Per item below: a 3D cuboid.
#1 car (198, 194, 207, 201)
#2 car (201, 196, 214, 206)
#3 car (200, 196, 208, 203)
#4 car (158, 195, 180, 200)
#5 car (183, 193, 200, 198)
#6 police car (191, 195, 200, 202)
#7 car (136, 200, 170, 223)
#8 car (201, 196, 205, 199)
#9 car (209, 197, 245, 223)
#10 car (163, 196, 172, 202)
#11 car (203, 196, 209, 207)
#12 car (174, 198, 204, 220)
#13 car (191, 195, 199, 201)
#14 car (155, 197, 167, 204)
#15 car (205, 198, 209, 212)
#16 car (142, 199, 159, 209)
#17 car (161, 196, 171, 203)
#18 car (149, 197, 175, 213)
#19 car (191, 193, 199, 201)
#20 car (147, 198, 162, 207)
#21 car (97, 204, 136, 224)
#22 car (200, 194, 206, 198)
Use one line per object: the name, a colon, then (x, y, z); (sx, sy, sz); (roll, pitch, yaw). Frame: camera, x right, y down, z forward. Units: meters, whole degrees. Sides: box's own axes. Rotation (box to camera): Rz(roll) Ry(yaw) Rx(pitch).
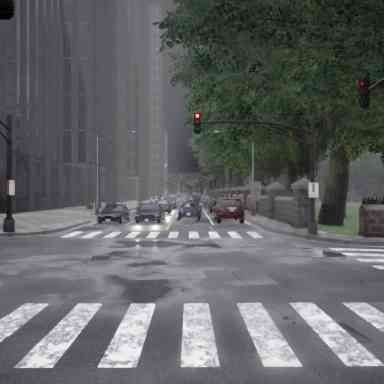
car: (2.650, 1.400, 85.146); (2.192, 1.841, 5.009); (0, 0, 0)
car: (2.687, 1.487, 57.863); (1.967, 1.590, 4.097); (0, 0, 0)
car: (2.664, 1.593, 74.403); (1.752, 1.417, 4.829); (0, 0, 0)
car: (-3.150, 1.524, 45.528); (2.128, 1.511, 4.902); (0, 0, 0)
car: (-0.014, 1.396, 56.175); (2.097, 1.767, 4.553); (0, 0, 0)
police car: (0.800, 1.495, 75.888); (1.930, 1.638, 5.238); (0, 0, 0)
car: (-3.134, 1.559, 25.623); (2.033, 1.411, 5.357); (0, 0, 0)
car: (2.701, 1.585, 46.950); (2.008, 1.369, 4.403); (0, 0, 0)
car: (2.730, 1.326, 25.125); (2.192, 1.841, 5.009); (0, 0, 0)
car: (-5.868, 1.620, 79.674); (1.887, 1.381, 4.507); (0, 0, 0)
car: (2.708, 1.579, 41.493); (2.008, 1.369, 4.403); (0, 0, 0)
car: (-0.152, 1.539, 28.153); (1.812, 1.442, 4.674); (0, 0, 3)
car: (0.786, 1.592, 85.778); (1.837, 1.490, 4.892); (0, 0, 0)
car: (-5.846, 1.635, 63.303); (1.802, 1.307, 4.206); (0, 0, 0)
car: (2.716, 1.588, 36.037); (1.947, 1.339, 4.313); (0, 0, 0)
car: (-5.824, 1.616, 46.932); (1.802, 1.307, 4.206); (0, 0, 0)
car: (-5.861, 1.612, 74.217); (1.887, 1.381, 4.507); (0, 0, 0)
car: (-3.132, 1.547, 35.261); (1.812, 1.442, 4.674); (0, 0, 0)
car: (0.779, 1.320, 91.808); (2.150, 2.045, 5.566); (0, 0, 0)
car: (-5.831, 1.623, 52.389); (1.802, 1.307, 4.206); (0, 0, 0)
car: (-5.795, 1.576, 25.104); (1.947, 1.339, 4.313); (0, 0, 0)
car: (2.694, 1.481, 52.407); (1.967, 1.590, 4.097); (0, 0, 0)
